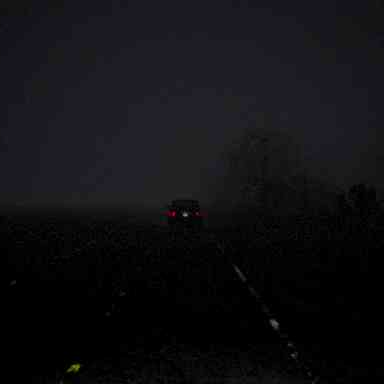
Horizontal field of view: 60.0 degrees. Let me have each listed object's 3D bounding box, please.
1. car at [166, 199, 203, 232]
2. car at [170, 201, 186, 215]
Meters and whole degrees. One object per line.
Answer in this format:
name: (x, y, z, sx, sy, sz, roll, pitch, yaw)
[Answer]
car: (-0.505, 1.457, 22.067, 2.150, 2.045, 5.566, 0, 0, -3)
car: (-1.842, 1.948, 41.592, 1.837, 1.490, 4.892, 0, -1, -5)
